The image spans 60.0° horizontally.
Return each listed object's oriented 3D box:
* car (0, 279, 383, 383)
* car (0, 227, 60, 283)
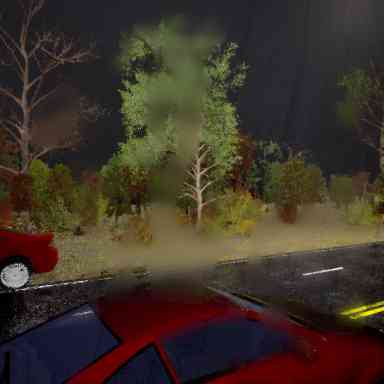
[{"bbox_3d":[0.068,1.572,3.041,4.181,1.385,1.994,0,0,-30],"label":"car"},{"bbox_3d":[-5.760,1.546,7.657,5.008,1.535,1.882,-2,-2,-31],"label":"car"}]
